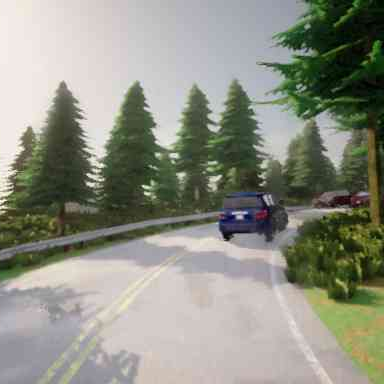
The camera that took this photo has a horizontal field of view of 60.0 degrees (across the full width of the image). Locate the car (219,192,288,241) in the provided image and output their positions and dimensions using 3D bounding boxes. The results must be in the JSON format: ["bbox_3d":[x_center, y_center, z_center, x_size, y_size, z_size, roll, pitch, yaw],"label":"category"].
[{"bbox_3d":[2.980,1.017,15.542,2.150,2.045,5.566,-4,0,24],"label":"car"}]

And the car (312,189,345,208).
[{"bbox_3d":[13.487,0.655,31.954,4.553,1.767,2.097,-3,-2,-37],"label":"car"}]

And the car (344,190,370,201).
[{"bbox_3d":[15.780,0.559,29.343,4.674,1.442,1.812,-3,-2,-38],"label":"car"}]
